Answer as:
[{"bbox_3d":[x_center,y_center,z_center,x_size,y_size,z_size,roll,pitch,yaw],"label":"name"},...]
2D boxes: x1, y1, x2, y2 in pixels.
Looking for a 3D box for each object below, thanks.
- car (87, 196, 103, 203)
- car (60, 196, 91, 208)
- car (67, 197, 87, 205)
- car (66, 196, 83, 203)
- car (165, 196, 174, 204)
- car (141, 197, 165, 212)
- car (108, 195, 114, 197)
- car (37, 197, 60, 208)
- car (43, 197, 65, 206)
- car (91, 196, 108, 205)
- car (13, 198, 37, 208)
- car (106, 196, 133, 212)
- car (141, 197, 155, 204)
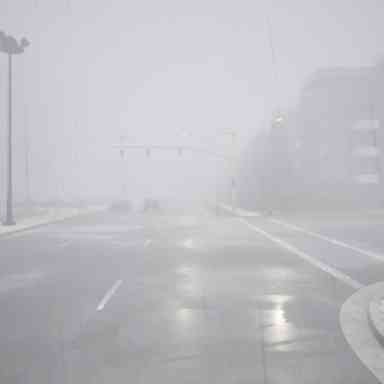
[{"bbox_3d":[-19.757,1.548,67.676,1.895,1.301,4.718,0,0,0],"label":"car"},{"bbox_3d":[-16.296,1.494,46.663,1.812,1.442,4.674,0,0,3],"label":"car"},{"bbox_3d":[-19.804,1.525,57.602,1.994,1.385,4.181,0,0,0],"label":"car"},{"bbox_3d":[-23.259,1.507,66.057,1.994,1.385,4.181,0,0,0],"label":"car"},{"bbox_3d":[-4.659,1.520,64.149,1.994,1.385,4.181,0,0,0],"label":"car"},{"bbox_3d":[-4.508,1.479,38.441,1.837,1.490,4.892,0,0,-1],"label":"car"},{"bbox_3d":[-16.264,1.432,67.068,1.882,1.535,5.008,0,0,0],"label":"car"},{"bbox_3d":[-19.790,1.445,47.601,1.882,1.535,5.008,0,0,0],"label":"car"},{"bbox_3d":[-23.309,1.526,56.249,1.994,1.385,4.181,0,0,0],"label":"car"},{"bbox_3d":[-16.316,1.509,56.238,2.033,1.411,5.357,0,0,1],"label":"car"},{"bbox_3d":[-23.284,1.569,47.058,1.895,1.301,4.718,0,0,0],"label":"car"},{"bbox_3d":[-8.021,1.521,38.392,2.033,1.411,5.357,0,0,-1],"label":"car"},{"bbox_3d":[-8.161,1.559,61.968,1.895,1.301,4.718,0,0,0],"label":"car"}]
